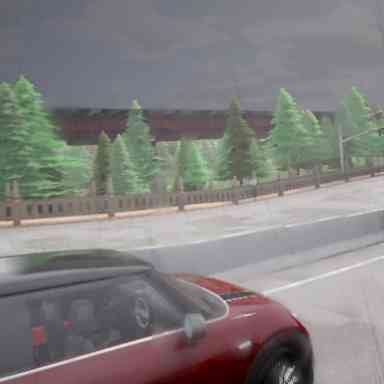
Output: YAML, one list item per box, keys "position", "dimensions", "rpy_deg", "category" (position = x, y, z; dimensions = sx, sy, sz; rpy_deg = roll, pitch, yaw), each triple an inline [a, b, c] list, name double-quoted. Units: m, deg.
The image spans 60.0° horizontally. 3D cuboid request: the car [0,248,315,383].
- position: [-0.893, 1.346, 3.107]
  dimensions: [4.553, 1.767, 2.097]
  rpy_deg: [-1, 0, -36]
  category: "car"
